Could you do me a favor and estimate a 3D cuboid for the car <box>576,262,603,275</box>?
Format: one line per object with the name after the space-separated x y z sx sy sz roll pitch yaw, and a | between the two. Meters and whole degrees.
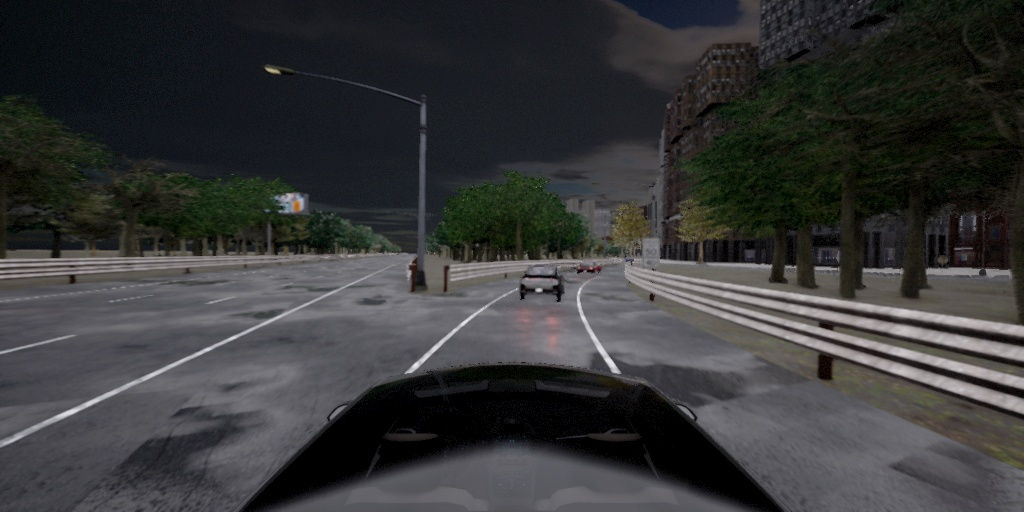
8.326 1.261 38.142 1.895 1.301 4.718 1 0 25 | car

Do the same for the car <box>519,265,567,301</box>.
1.514 1.182 16.971 2.128 1.511 4.902 1 0 10 | car
